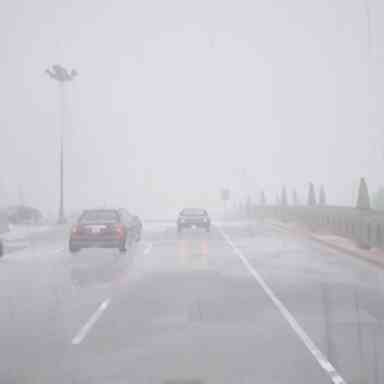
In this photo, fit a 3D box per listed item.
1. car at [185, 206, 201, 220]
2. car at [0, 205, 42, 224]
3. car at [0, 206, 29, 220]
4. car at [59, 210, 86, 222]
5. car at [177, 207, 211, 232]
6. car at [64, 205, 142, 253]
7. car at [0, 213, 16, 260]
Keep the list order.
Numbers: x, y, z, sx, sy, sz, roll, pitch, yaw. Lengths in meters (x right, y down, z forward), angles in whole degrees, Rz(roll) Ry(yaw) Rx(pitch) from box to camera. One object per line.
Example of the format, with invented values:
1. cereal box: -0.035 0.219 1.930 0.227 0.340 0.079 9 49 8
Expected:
1. car: 0.107 2.459 38.446 1.812 1.442 4.674 0 -5 0
2. car: -14.062 1.759 26.731 2.033 1.411 5.357 0 -2 0
3. car: -21.019 2.458 38.133 2.033 1.411 5.357 0 -5 0
4. car: -17.497 3.577 49.031 2.128 1.511 4.902 0 -7 0
5. car: 0.103 1.662 20.659 1.895 1.301 4.718 0 -1 0
6. car: -3.398 1.384 13.889 2.097 1.767 4.553 0 0 0
7. car: -6.899 1.525 8.663 1.837 1.490 4.892 0 0 0
